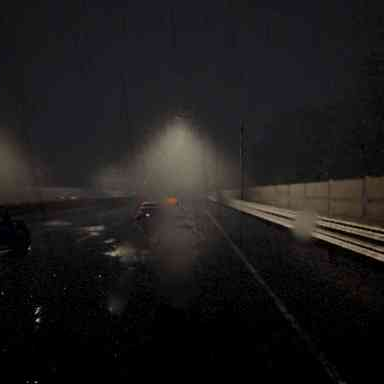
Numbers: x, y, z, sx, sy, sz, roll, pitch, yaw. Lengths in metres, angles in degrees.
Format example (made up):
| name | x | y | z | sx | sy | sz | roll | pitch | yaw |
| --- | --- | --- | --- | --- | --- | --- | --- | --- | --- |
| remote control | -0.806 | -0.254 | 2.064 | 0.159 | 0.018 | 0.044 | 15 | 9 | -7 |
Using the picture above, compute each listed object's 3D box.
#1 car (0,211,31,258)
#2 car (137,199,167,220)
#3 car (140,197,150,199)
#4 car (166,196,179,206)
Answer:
| name | x | y | z | sx | sy | sz | roll | pitch | yaw |
| --- | --- | --- | --- | --- | --- | --- | --- | --- | --- |
| car | -6.898 | 1.224 | 9.688 | 2.150 | 2.045 | 5.566 | 0 | 0 | 0 |
| car | -3.399 | 1.541 | 27.869 | 1.812 | 1.442 | 4.674 | 0 | 0 | 0 |
| car | -6.900 | 1.523 | 49.248 | 1.882 | 1.535 | 5.008 | 0 | 0 | 0 |
| car | -3.401 | 1.416 | 58.061 | 2.097 | 1.767 | 4.553 | 0 | 0 | 0 |
